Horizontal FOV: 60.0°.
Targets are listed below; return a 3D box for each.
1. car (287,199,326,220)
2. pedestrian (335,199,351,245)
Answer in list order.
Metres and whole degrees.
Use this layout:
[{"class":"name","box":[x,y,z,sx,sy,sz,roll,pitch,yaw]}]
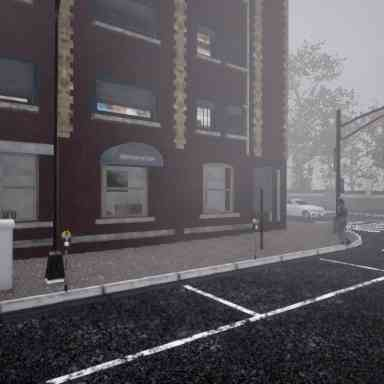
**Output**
[{"class":"car","box":[8.019,1.256,25.821,1.812,1.442,4.674,0,1,-36]},{"class":"pedestrian","box":[5.924,1.140,13.116,0.375,1.860,0.375,0,0,-36]}]
